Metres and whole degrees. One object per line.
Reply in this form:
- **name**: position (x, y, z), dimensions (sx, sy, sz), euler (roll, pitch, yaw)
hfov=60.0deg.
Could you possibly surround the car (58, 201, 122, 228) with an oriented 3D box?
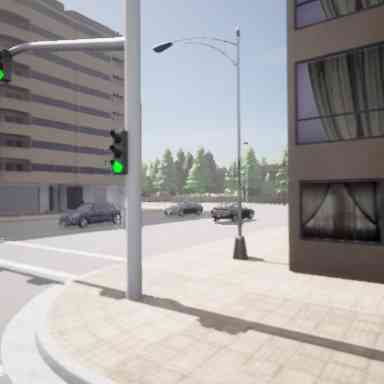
- **car**: position (-7.338, 1.562, 24.208), dimensions (2.097, 1.767, 4.553), euler (-1, 0, 35)

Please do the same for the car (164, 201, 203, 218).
- **car**: position (-0.809, 1.703, 33.525), dimensions (2.128, 1.511, 4.902), euler (-1, 0, 35)

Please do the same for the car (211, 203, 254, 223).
- **car**: position (3.422, 1.639, 27.209), dimensions (2.128, 1.511, 4.902), euler (-1, -1, 35)
